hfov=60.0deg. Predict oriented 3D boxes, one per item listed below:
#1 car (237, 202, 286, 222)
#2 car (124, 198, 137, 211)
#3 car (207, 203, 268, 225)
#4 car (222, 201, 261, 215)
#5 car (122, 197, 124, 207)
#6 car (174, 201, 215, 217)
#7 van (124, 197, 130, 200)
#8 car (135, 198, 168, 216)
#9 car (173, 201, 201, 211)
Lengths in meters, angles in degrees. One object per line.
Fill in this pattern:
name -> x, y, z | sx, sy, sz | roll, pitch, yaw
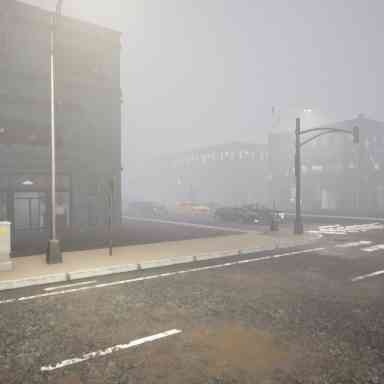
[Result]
car -> 5.702, 1.712, 28.216 | 2.128, 1.511, 4.902 | -1, 0, -35
car -> -7.183, 1.951, 46.382 | 1.882, 1.535, 5.008 | -1, 0, -35
car -> 3.526, 1.813, 26.583 | 1.947, 1.339, 4.313 | -1, 0, -35
car -> 5.623, 1.808, 38.309 | 2.008, 1.369, 4.403 | -2, 0, -35
car -> -13.619, 1.938, 65.380 | 2.192, 1.841, 5.009 | -1, 0, -35
car -> -0.095, 1.813, 36.381 | 1.882, 1.535, 5.008 | -1, 0, -36
van -> -10.412, 1.905, 60.869 | 1.690, 1.788, 3.998 | -1, 0, -35
car -> -4.416, 1.845, 37.965 | 1.967, 1.590, 4.097 | -1, 0, -35
car -> -0.788, 1.965, 47.333 | 1.802, 1.307, 4.206 | -2, 0, -35
